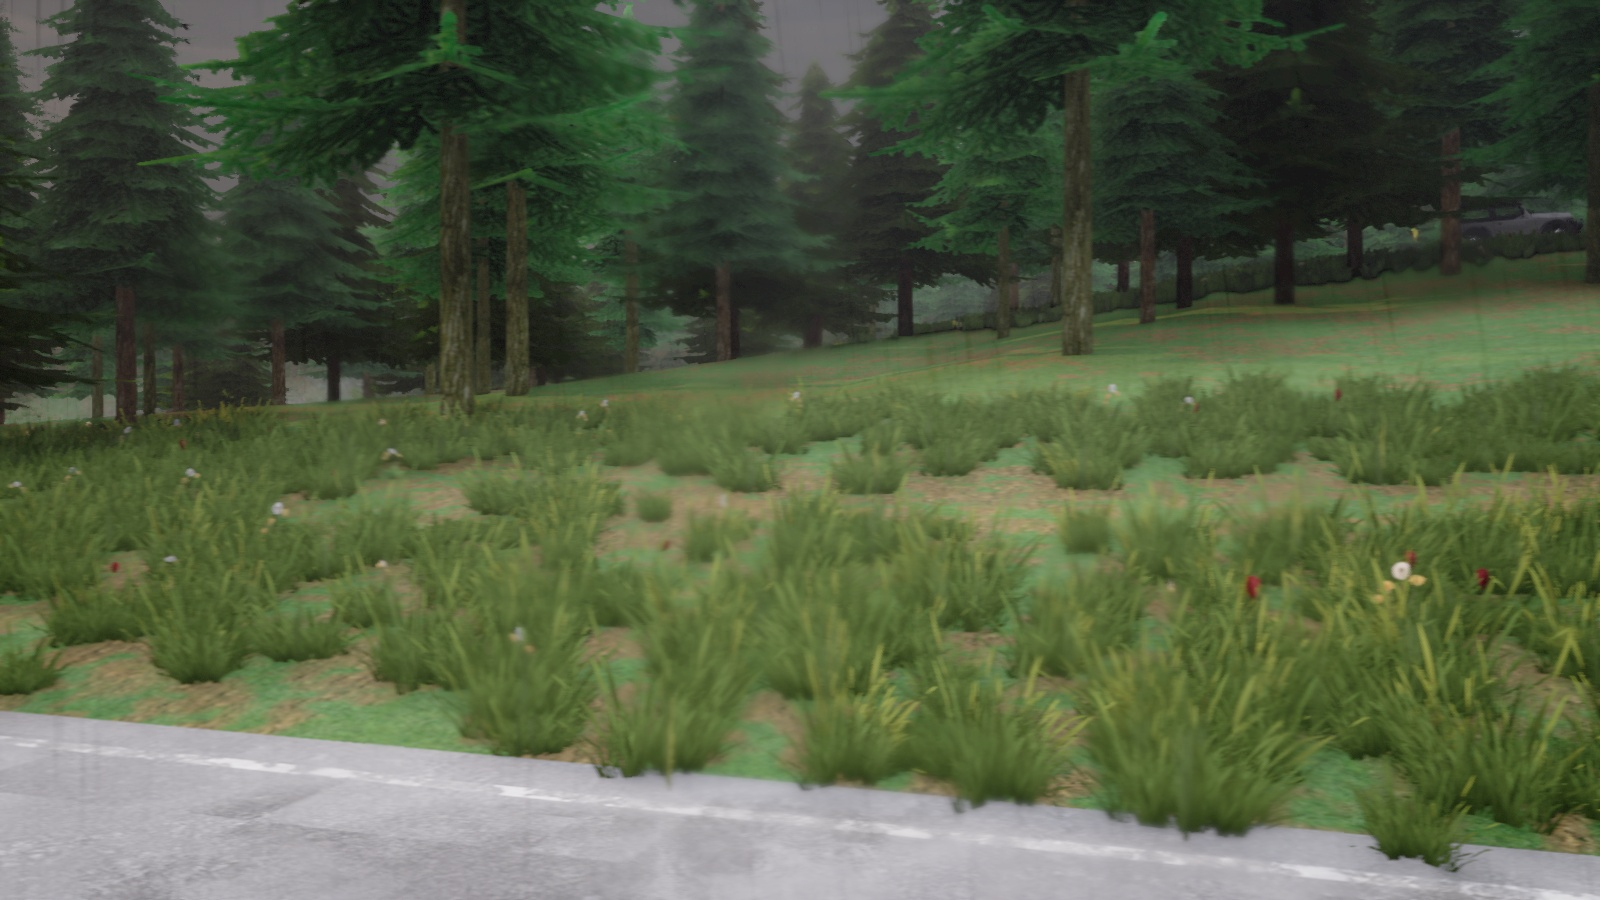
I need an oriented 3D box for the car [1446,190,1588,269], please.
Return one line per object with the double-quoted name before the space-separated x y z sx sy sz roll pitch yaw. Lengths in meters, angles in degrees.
"car" 23.215 -7.092 40.750 3.866 1.878 1.905 -1 0 30
